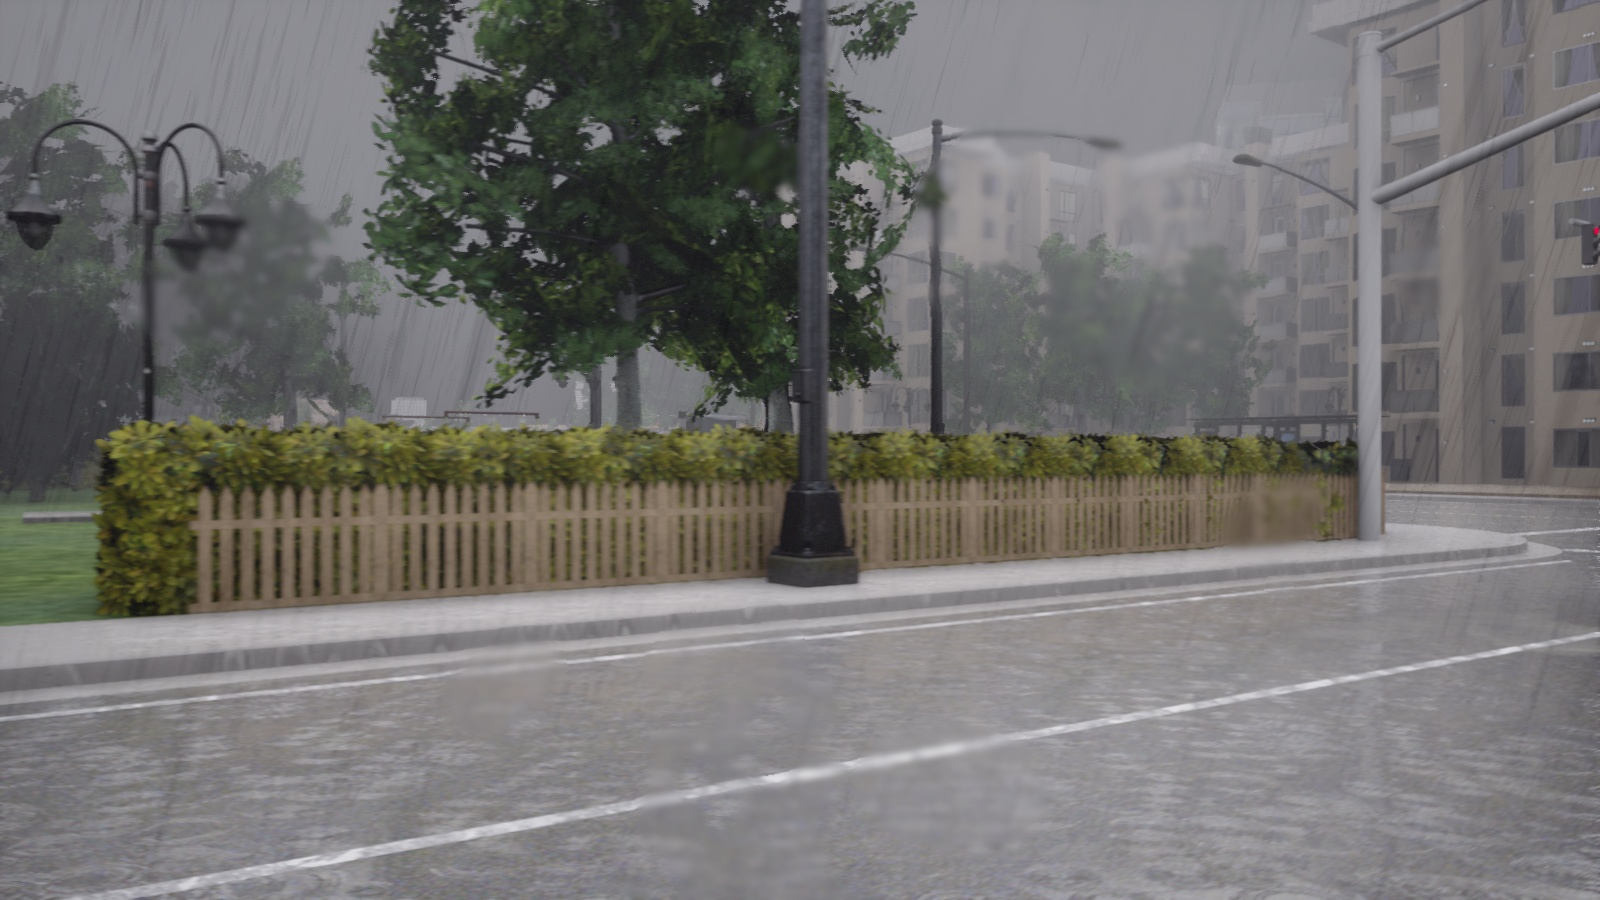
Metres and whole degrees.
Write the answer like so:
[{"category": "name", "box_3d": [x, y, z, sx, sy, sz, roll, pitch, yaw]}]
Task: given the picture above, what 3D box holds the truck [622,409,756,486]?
[{"category": "truck", "box_3d": [-5.482, -0.060, 60.345, 2.891, 3.462, 7.936, 0, -1, -34]}]
